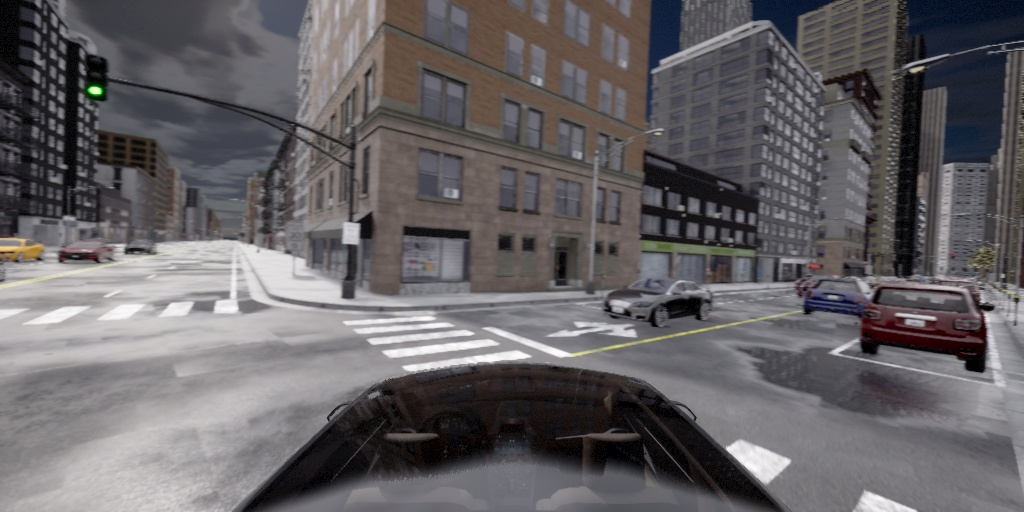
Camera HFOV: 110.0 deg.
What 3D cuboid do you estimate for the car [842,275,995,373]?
[{"bbox_3d":[10.693,1.633,9.330,5.009,1.841,2.192,0,0,-38],"label":"car"}]

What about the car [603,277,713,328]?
[{"bbox_3d":[5.239,1.491,12.608,4.902,1.511,2.128,3,1,-38],"label":"car"}]

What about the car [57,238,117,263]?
[{"bbox_3d":[-29.907,-0.336,25.314,1.882,1.535,5.008,2,1,-37],"label":"car"}]

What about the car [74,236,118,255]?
[{"bbox_3d":[-43.136,-1.110,37.296,2.097,1.767,4.553,2,1,-38],"label":"car"}]

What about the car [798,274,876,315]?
[{"bbox_3d":[15.122,1.832,16.296,4.553,1.767,2.097,3,1,-38],"label":"car"}]

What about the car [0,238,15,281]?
[{"bbox_3d":[-19.709,0.136,12.077,2.097,1.767,4.553,2,1,-38],"label":"car"}]

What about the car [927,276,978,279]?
[{"bbox_3d":[28.594,2.435,23.099,5.009,1.841,2.192,0,0,-38],"label":"car"}]

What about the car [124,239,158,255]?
[{"bbox_3d":[-40.564,-1.041,39.282,2.097,1.767,4.553,2,1,-38],"label":"car"}]

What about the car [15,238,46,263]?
[{"bbox_3d":[-32.253,-0.401,23.039,1.882,1.535,5.008,2,2,-37],"label":"car"}]

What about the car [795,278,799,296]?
[{"bbox_3d":[22.266,2.114,25.678,4.553,1.767,2.097,3,1,-37],"label":"car"}]
